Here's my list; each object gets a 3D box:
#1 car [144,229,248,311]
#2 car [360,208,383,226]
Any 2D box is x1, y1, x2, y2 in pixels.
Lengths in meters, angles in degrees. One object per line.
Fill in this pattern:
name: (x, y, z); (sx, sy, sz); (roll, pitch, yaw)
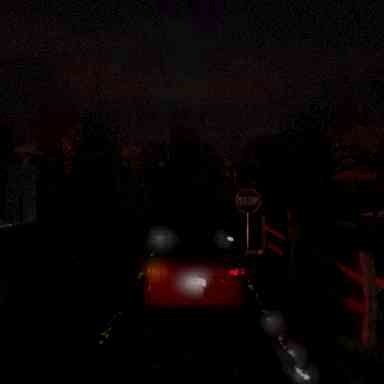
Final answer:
car: (0.077, 1.553, 7.822); (1.994, 1.385, 4.181); (0, 0, 0)
car: (14.582, 1.673, 23.854); (4.674, 1.442, 1.812); (1, 0, 1)
